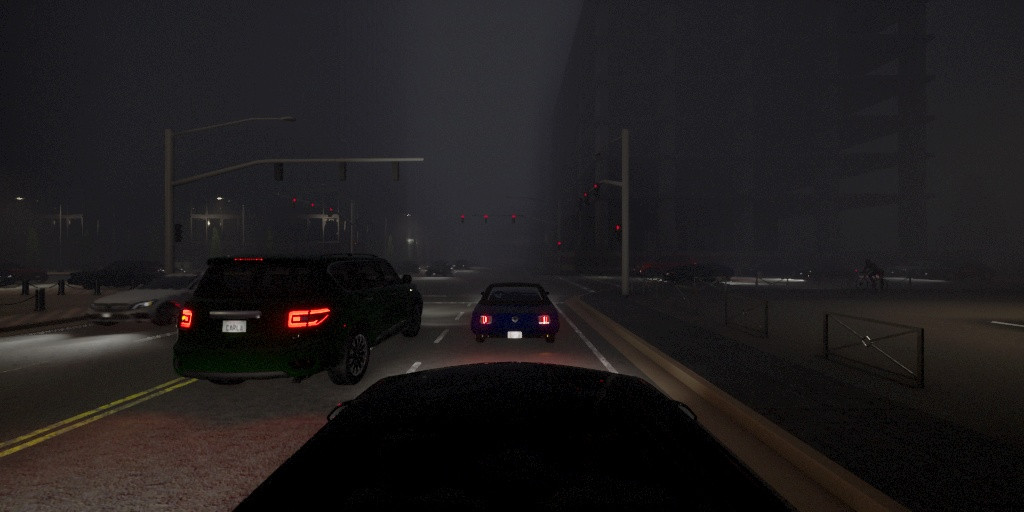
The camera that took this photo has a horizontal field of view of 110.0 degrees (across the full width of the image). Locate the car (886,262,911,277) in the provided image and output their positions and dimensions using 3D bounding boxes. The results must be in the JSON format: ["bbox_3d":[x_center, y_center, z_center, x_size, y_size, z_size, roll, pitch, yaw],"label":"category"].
[{"bbox_3d":[37.184,1.220,32.838,4.674,1.442,1.812,0,0,0],"label":"car"}]

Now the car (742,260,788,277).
[{"bbox_3d":[23.663,1.172,32.810,5.008,1.535,1.882,0,0,0],"label":"car"}]

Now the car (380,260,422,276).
[{"bbox_3d":[-11.621,1.218,37.929,1.882,1.535,5.008,0,0,16],"label":"car"}]

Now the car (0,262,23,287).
[{"bbox_3d":[-33.270,1.220,21.647,4.674,1.442,1.812,0,0,0],"label":"car"}]

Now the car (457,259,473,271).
[{"bbox_3d":[-7.097,1.256,50.413,1.837,1.490,4.892,0,0,0],"label":"car"}]

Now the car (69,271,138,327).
[{"bbox_3d":[-10.600,1.276,11.700,1.812,1.442,4.674,0,0,0],"label":"car"}]

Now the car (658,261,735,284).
[{"bbox_3d":[13.098,1.258,25.587,4.181,1.385,1.994,0,0,0],"label":"car"}]

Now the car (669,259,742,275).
[{"bbox_3d":[15.651,1.220,29.263,4.674,1.442,1.812,0,0,0],"label":"car"}]

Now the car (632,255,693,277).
[{"bbox_3d":[13.934,0.917,32.780,5.566,2.045,2.150,0,0,0],"label":"car"}]

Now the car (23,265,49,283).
[{"bbox_3d":[-35.770,1.172,25.169,5.008,1.535,1.882,0,0,0],"label":"car"}]

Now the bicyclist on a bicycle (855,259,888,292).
[{"bbox_3d":[18.331,0.998,18.310,0.582,1.620,1.656,0,0,0],"label":"bicyclist on a bicycle"}]

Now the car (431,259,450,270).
[{"bbox_3d":[-10.593,1.254,53.657,1.837,1.490,4.892,0,0,0],"label":"car"}]

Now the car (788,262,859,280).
[{"bbox_3d":[25.615,1.258,29.318,4.181,1.385,1.994,0,0,0],"label":"car"}]

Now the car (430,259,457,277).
[{"bbox_3d":[-7.101,1.279,35.368,2.033,1.411,5.357,0,0,0],"label":"car"}]

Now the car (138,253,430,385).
[{"bbox_3d":[-3.438,0.971,7.152,2.150,2.045,5.566,0,0,0],"label":"car"}]

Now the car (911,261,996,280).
[{"bbox_3d":[36.322,1.199,29.339,4.892,1.490,1.837,0,0,0],"label":"car"}]

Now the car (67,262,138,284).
[{"bbox_3d":[-23.144,1.242,21.619,5.357,1.411,2.033,0,0,-4],"label":"car"}]

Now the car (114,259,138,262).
[{"bbox_3d":[-25.675,1.046,25.135,4.553,1.767,2.097,0,0,0],"label":"car"}]

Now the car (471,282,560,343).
[{"bbox_3d":[0.080,1.351,9.666,1.895,1.301,4.718,0,0,0],"label":"car"}]
